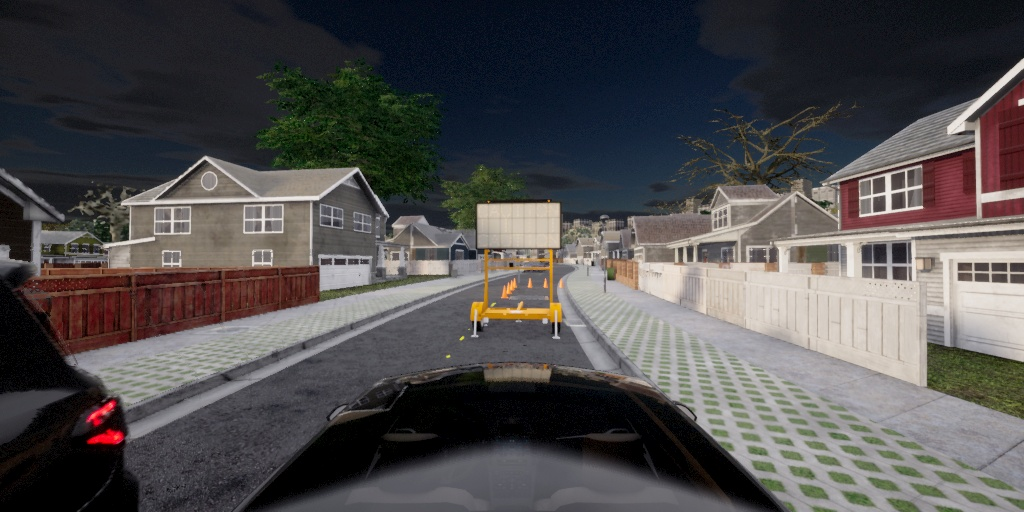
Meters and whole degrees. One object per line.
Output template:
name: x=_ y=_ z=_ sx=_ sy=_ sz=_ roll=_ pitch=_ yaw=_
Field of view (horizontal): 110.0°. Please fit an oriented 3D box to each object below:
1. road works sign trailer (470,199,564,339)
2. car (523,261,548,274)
road works sign trailer: x=0.196 y=0.220 z=10.165 sx=2.380 sy=3.560 sz=2.880 roll=0 pitch=0 yaw=5
car: x=2.693 y=1.182 z=43.772 sx=2.097 sy=1.767 sz=4.553 roll=0 pitch=0 yaw=13
